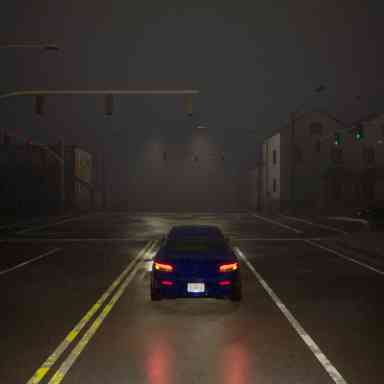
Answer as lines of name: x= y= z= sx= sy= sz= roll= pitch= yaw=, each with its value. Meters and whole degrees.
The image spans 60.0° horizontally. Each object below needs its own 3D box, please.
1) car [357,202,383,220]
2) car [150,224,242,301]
car: x=16.378 y=1.525 z=27.930 sx=4.674 sy=1.442 sz=1.812 roll=0 pitch=0 yaw=-1
car: x=0.089 y=1.526 z=8.184 sx=1.812 sy=1.442 sz=4.674 roll=0 pitch=0 yaw=0
